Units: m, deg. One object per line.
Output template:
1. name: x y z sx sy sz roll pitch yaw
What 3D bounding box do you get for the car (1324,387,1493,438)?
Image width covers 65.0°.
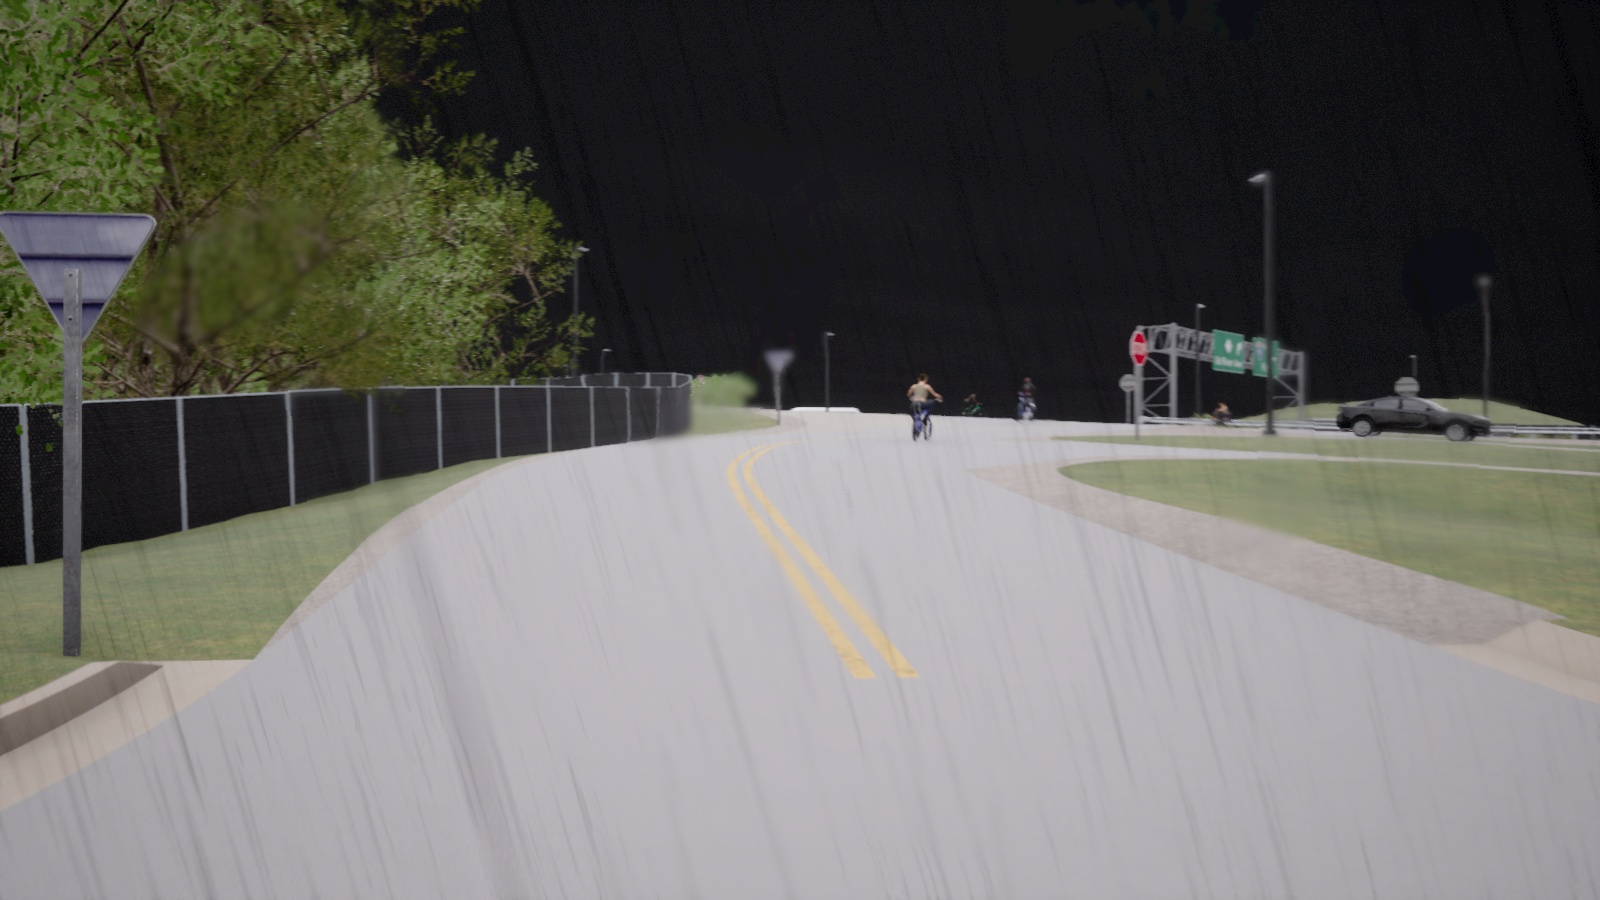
1. car: 21.448 -1.347 44.351 5.008 1.535 1.882 5 3 38

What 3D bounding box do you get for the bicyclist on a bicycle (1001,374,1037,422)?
1. bicyclist on a bicycle: 8.320 -1.978 47.620 0.659 1.776 1.843 1 3 33

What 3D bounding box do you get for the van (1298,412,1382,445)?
1. van: 33.356 -1.312 77.635 4.442 1.987 1.775 1 1 40

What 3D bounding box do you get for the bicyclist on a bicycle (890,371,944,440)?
1. bicyclist on a bicycle: 2.807 -1.066 30.029 0.866 1.612 1.509 2 3 22
